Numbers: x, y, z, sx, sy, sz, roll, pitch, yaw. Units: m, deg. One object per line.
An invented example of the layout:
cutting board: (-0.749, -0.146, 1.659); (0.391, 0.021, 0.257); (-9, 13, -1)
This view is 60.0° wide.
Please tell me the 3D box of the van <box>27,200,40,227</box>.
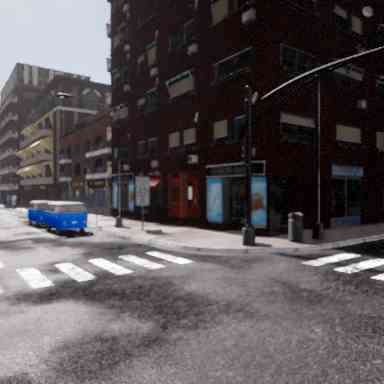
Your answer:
van: (-10.790, 1.513, 24.197); (1.690, 1.788, 3.998); (-2, 0, -36)

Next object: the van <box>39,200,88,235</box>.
van: (-7.532, 1.457, 19.718); (1.690, 1.788, 3.998); (-2, 0, -36)
